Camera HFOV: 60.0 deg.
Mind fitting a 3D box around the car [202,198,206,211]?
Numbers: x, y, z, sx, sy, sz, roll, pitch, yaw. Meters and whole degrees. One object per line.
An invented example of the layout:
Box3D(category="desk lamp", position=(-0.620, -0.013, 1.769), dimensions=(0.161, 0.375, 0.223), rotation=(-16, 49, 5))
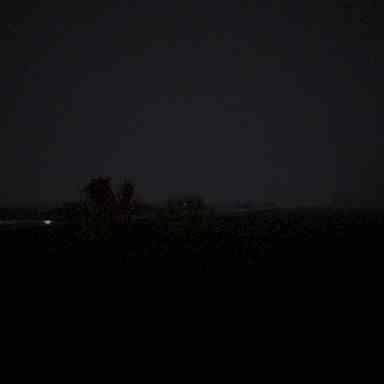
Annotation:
Box3D(category="car", position=(-0.165, 1.730, 48.349), dimensions=(2.150, 2.045, 5.566), rotation=(-1, -1, 36))

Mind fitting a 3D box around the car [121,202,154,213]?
Box3D(category="car", position=(-6.348, 1.920, 39.756), dimensions=(1.812, 1.442, 4.674), rotation=(-1, -1, 36))

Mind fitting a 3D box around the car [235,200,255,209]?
Box3D(category="car", position=(8.626, 2.081, 54.340), dimensions=(1.812, 1.442, 4.674), rotation=(-1, -1, 36))

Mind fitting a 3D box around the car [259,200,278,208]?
Box3D(category="car", position=(14.286, 2.211, 62.273), dimensions=(2.033, 1.411, 5.357), rotation=(-1, -1, 36))

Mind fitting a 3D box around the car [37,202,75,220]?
Box3D(category="car", position=(-12.165, 1.763, 31.683), dimensions=(1.882, 1.535, 5.008), rotation=(-1, -1, 36))
